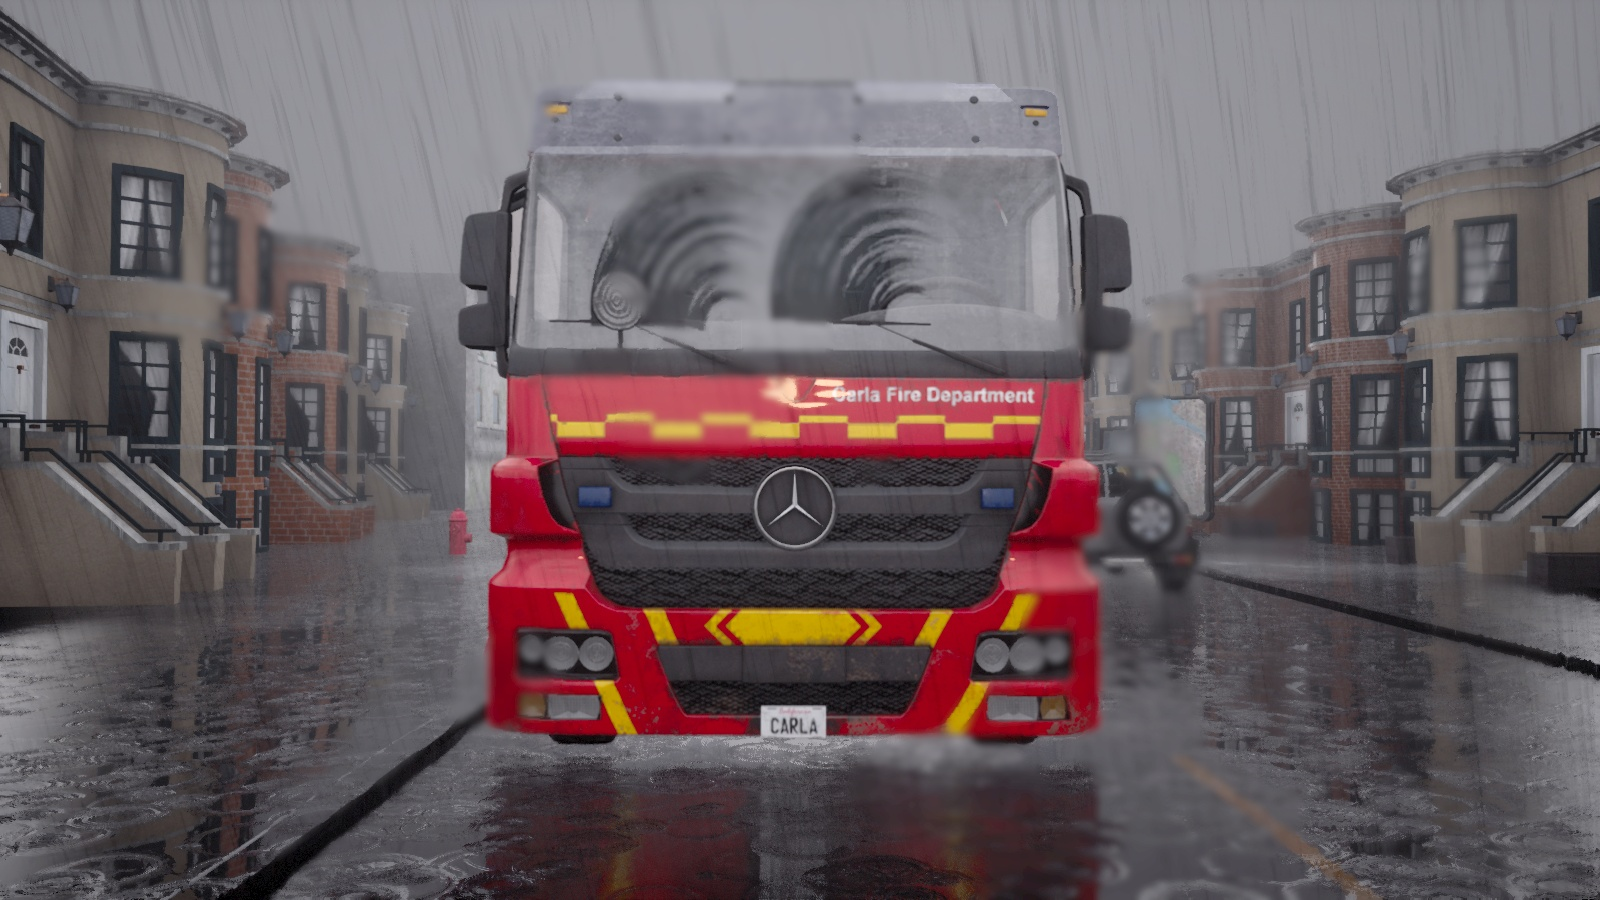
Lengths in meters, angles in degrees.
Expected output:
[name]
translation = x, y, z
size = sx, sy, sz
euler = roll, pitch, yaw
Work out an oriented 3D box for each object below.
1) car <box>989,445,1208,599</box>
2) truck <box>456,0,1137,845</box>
[car]
translation = 3.949, 0.908, 17.468
size = 1.932, 1.855, 4.605
euler = 0, -1, 0
[truck]
translation = -0.032, -0.191, 9.585
size = 2.891, 3.827, 8.468
euler = 0, -1, 0
